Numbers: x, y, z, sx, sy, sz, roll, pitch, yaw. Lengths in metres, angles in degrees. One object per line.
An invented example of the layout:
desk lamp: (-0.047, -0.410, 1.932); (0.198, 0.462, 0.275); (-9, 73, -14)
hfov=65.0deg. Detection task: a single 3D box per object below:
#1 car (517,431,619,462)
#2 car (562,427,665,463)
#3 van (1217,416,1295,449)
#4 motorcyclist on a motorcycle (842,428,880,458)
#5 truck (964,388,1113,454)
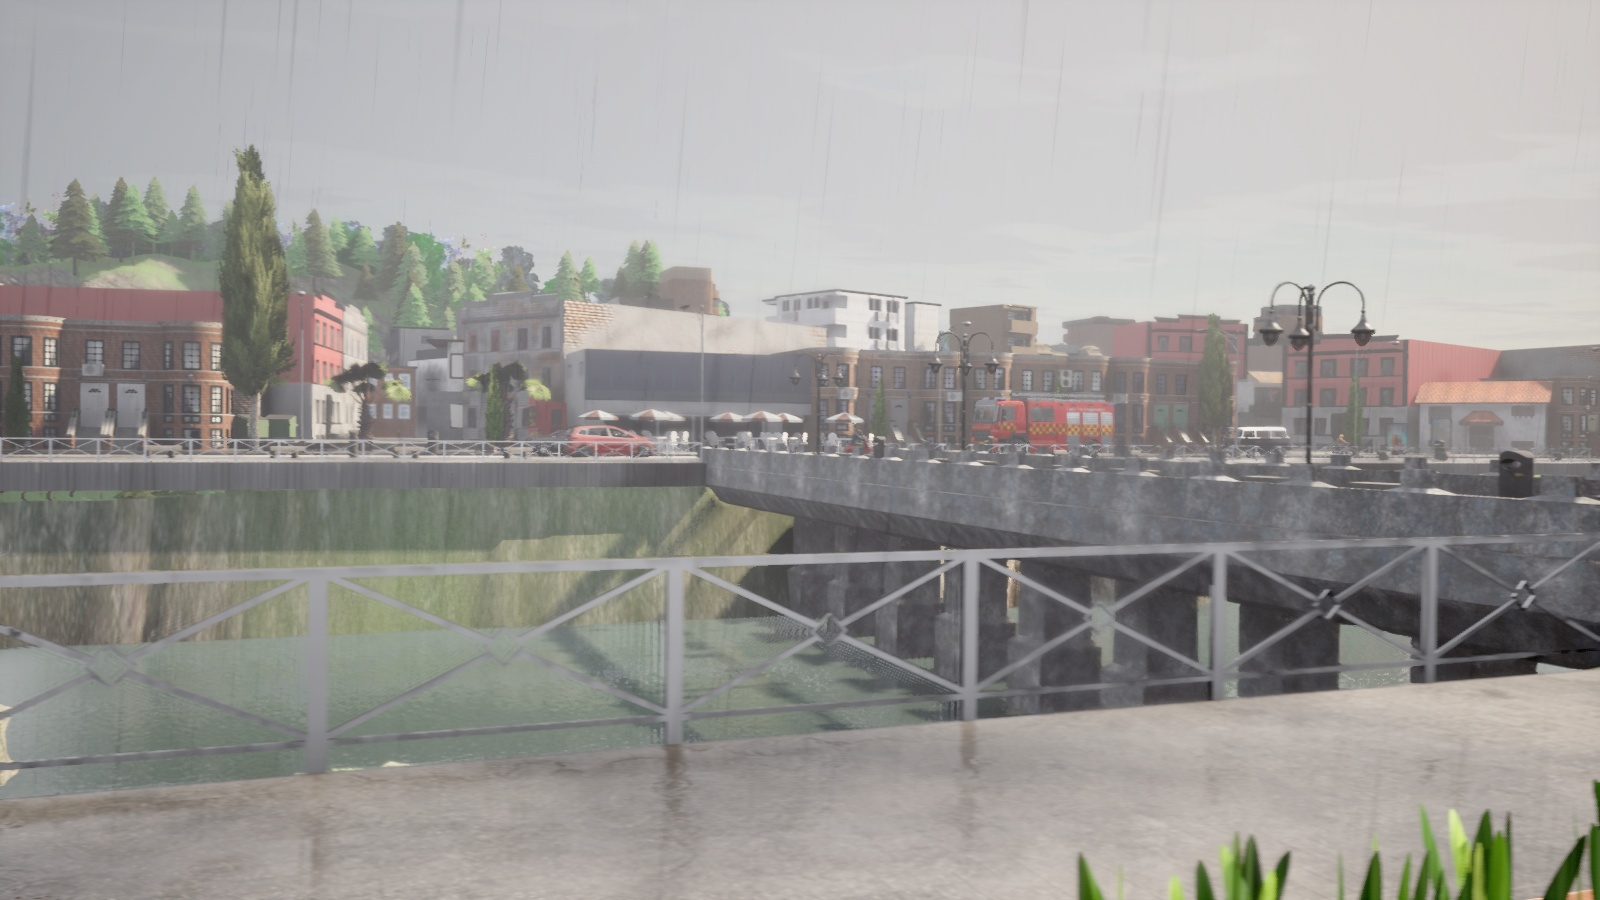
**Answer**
car: (-12.032, -0.176, 65.173); (4.902, 1.511, 2.128); (-1, 1, -21)
car: (-9.215, -0.266, 61.964); (4.611, 1.667, 2.242); (-1, 1, -21)
van: (29.384, -1.113, 80.907); (4.480, 2.038, 2.069); (-1, 1, -21)
motorcyclist on a motorcycle: (3.247, -0.369, 66.700); (1.817, 1.590, 0.866); (-1, 1, -21)
truck: (14.299, -1.744, 75.164); (8.468, 3.827, 2.891); (-1, 1, -21)
